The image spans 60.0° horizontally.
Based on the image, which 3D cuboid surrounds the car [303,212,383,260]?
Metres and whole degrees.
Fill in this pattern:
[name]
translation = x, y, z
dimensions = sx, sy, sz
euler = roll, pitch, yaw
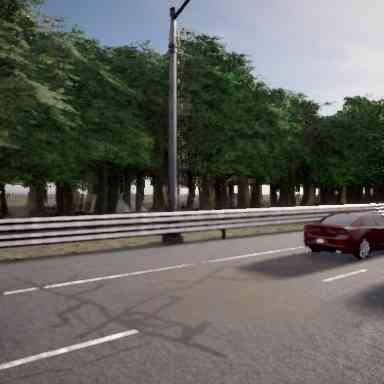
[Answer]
[car]
translation = 6.297, 1.480, 12.543
dimensions = 5.008, 1.535, 1.882
euler = 0, 0, -36
